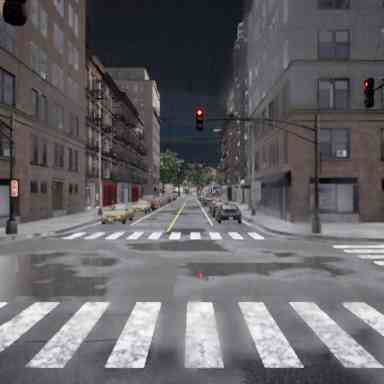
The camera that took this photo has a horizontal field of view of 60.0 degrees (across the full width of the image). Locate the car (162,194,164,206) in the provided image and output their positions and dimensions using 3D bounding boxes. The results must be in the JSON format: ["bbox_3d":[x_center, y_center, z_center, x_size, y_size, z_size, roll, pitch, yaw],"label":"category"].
[{"bbox_3d":[-5.398,1.426,46.593,1.967,1.590,4.097,0,0,0],"label":"car"}]

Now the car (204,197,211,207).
[{"bbox_3d":[2.645,1.539,35.627,2.008,1.369,4.403,0,0,0],"label":"car"}]

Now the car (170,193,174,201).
[{"bbox_3d":[-5.385,1.296,68.521,2.192,1.841,5.009,0,0,0],"label":"car"}]

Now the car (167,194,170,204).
[{"bbox_3d":[-5.392,1.534,57.557,2.008,1.369,4.403,0,0,0],"label":"car"}]

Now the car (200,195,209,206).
[{"bbox_3d":[2.648,1.535,52.073,2.008,1.369,4.403,0,0,0],"label":"car"}]

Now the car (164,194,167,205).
[{"bbox_3d":[-5.395,1.424,52.075,1.967,1.590,4.097,0,0,0],"label":"car"}]

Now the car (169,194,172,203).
[{"bbox_3d":[-5.389,1.548,63.039,1.947,1.339,4.313,0,0,0],"label":"car"}]

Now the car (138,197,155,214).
[{"bbox_3d":[-5.405,1.513,35.459,1.752,1.417,4.829,0,0,0],"label":"car"}]

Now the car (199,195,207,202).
[{"bbox_3d":[2.654,1.524,79.483,1.887,1.381,4.507,0,0,0],"label":"car"}]

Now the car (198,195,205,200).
[{"bbox_3d":[2.657,1.560,90.447,1.802,1.307,4.206,0,0,0],"label":"car"}]

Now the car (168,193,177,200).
[{"bbox_3d":[-5.373,1.292,90.450,2.192,1.841,5.009,0,0,0],"label":"car"}]

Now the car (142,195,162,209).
[{"bbox_3d":[-5.401,1.302,41.111,2.192,1.841,5.009,0,0,0],"label":"car"}]

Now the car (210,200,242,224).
[{"bbox_3d":[2.642,1.542,24.664,2.008,1.369,4.403,0,0,0],"label":"car"}]

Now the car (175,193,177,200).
[{"bbox_3d":[-5.376,1.293,84.967,2.192,1.841,5.009,0,0,0],"label":"car"}]

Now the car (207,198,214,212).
[{"bbox_3d":[2.643,1.534,30.145,1.887,1.381,4.507,0,0,0],"label":"car"}]

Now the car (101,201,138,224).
[{"bbox_3d":[-5.411,1.516,24.495,1.752,1.417,4.829,0,0,0],"label":"car"}]
